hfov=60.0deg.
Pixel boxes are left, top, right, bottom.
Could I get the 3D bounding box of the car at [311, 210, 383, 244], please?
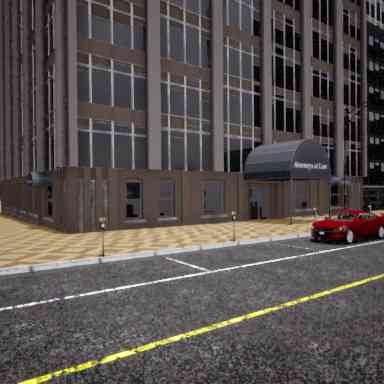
[{"bbox_3d":[7.474,1.542,15.764,4.507,1.381,1.887,0,-1,-35],"label":"car"}]
